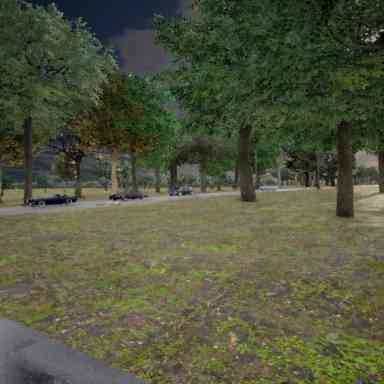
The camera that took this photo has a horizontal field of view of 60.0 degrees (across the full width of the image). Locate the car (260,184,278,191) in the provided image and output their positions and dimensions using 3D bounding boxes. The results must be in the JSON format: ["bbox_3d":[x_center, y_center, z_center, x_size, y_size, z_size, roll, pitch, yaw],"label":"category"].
[{"bbox_3d":[15.430,-0.862,66.043,1.895,1.301,4.718,-1,1,37],"label":"car"}]

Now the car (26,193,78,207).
[{"bbox_3d":[-14.159,0.784,33.652,1.895,1.301,4.718,-1,2,38],"label":"car"}]

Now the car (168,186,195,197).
[{"bbox_3d":[-1.521,-0.115,50.053,1.837,1.490,4.892,-1,2,38],"label":"car"}]

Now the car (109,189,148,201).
[{"bbox_3d":[-7.865,0.324,41.839,2.033,1.411,5.357,-1,2,37],"label":"car"}]
